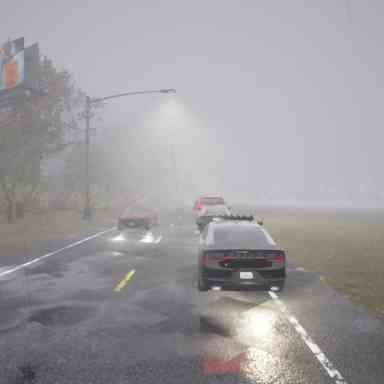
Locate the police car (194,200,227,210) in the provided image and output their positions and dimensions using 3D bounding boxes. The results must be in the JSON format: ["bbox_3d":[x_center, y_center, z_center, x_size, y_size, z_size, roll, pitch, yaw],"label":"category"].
[{"bbox_3d":[1.273,1.473,19.079,1.930,1.638,5.238,0,0,1],"label":"police car"}]

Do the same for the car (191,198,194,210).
[{"bbox_3d":[1.332,1.598,46.089,2.097,1.767,4.553,0,-1,4],"label":"car"}]

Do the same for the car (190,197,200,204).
[{"bbox_3d":[0.786,2.107,82.516,2.128,1.511,4.902,0,-1,6],"label":"car"}]

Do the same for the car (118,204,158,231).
[{"bbox_3d":[-3.317,1.536,21.136,1.882,1.535,5.008,0,0,2],"label":"car"}]

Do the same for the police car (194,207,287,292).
[{"bbox_3d":[1.097,1.438,9.113,1.930,1.638,5.238,0,0,1],"label":"police car"}]

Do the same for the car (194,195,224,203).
[{"bbox_3d":[1.436,1.304,24.978,2.150,2.045,5.566,0,0,2],"label":"car"}]

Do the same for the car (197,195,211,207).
[{"bbox_3d":[2.227,1.597,60.092,2.150,2.045,5.566,0,-1,4],"label":"car"}]
